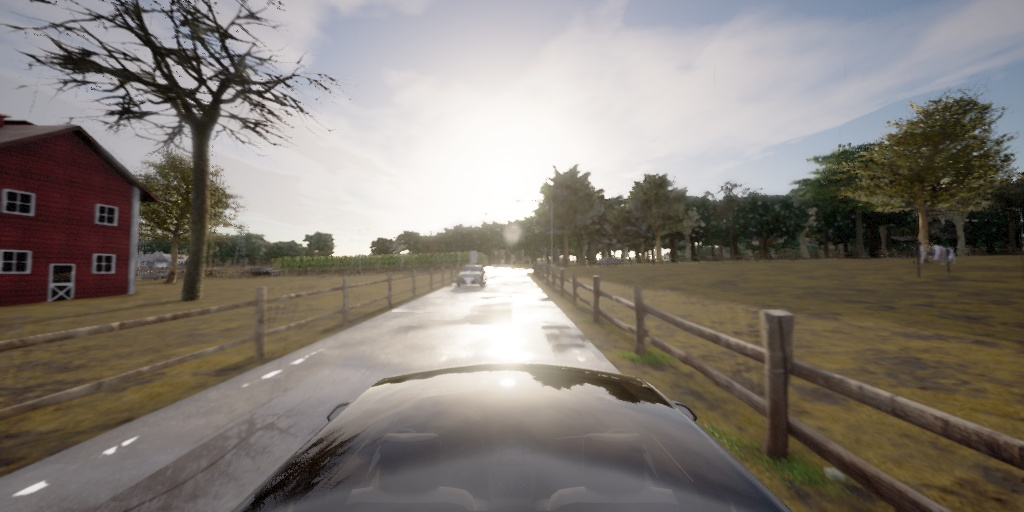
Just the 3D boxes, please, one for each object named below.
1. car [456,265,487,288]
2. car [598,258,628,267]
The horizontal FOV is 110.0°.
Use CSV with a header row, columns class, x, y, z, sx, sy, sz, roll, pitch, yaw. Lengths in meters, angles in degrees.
class,x,y,z,sx,sy,sz,roll,pitch,yaw
car,-2.840,1.435,26.015,2.128,1.511,4.902,0,0,0
car,17.387,1.013,61.887,4.902,1.511,2.128,-2,-3,0
